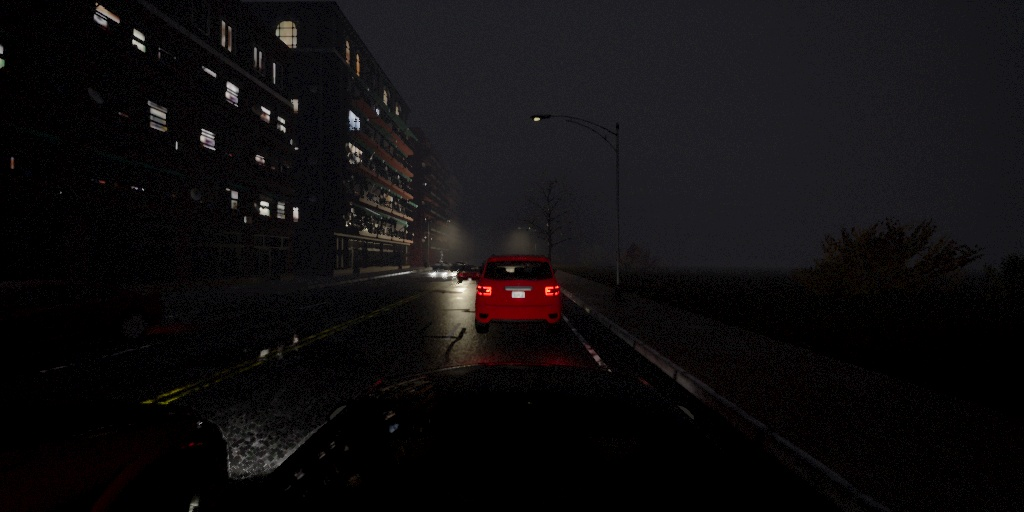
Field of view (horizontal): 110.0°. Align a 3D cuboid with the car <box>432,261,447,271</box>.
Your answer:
[{"bbox_3d":[-9.470,1.354,48.444,1.895,1.301,4.718,0,0,0],"label":"car"}]

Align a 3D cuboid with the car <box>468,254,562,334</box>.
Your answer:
[{"bbox_3d":[0.169,0.973,10.815,2.150,2.045,5.566,0,0,1],"label":"car"}]

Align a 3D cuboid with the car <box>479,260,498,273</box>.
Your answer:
[{"bbox_3d":[-2.808,1.231,44.013,1.882,1.535,5.008,0,0,1],"label":"car"}]

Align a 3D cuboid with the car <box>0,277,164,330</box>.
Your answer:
[{"bbox_3d":[-9.811,1.228,6.982,1.882,1.535,5.008,0,0,0],"label":"car"}]

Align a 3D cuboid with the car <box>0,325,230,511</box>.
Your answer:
[{"bbox_3d":[-3.161,1.314,0.997,1.994,1.385,4.181,0,0,0],"label":"car"}]

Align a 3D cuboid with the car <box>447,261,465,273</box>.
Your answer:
[{"bbox_3d":[-6.260,1.317,43.686,1.994,1.385,4.181,0,0,0],"label":"car"}]

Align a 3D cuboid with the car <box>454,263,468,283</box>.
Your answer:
[{"bbox_3d":[-2.941,1.354,27.502,1.895,1.301,4.718,0,0,0],"label":"car"}]
